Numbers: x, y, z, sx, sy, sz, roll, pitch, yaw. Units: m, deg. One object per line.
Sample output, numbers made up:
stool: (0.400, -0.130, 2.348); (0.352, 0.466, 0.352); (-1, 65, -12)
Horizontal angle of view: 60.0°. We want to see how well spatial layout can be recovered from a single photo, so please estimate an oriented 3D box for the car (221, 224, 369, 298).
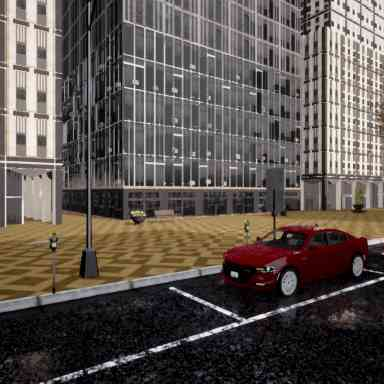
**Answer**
car: (2.751, 1.545, 8.528); (4.507, 1.381, 1.887); (0, 0, -36)
